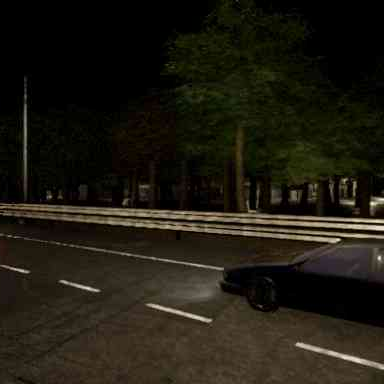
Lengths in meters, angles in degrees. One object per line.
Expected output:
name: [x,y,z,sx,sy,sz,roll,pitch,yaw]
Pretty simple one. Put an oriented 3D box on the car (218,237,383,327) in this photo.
car: [3.156,1.549,5.916,5.357,1.411,2.033,0,0,36]
